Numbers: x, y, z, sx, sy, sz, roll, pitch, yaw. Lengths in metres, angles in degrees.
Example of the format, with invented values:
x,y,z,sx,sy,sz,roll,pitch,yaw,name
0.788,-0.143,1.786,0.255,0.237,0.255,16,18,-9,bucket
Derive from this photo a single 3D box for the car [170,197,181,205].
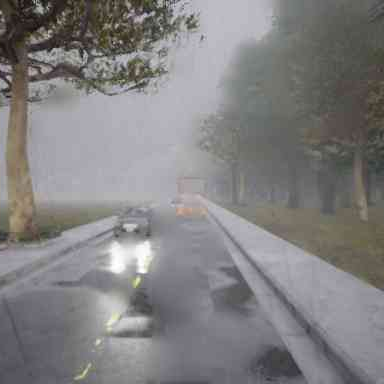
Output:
x,y,z,sx,sy,sz,roll,pitch,yaw,name
-2.808,1.540,60.115,2.033,1.411,5.357,0,0,1,car

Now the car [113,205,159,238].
x,y,z,sx,sy,sz,roll,pitch,yaw,name
-2.858,1.489,17.793,2.128,1.511,4.902,0,0,0,car

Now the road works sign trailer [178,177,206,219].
x,y,z,sx,sy,sz,roll,pitch,yaw,name
-0.015,0.461,29.021,2.380,3.560,2.880,0,0,0,road works sign trailer
